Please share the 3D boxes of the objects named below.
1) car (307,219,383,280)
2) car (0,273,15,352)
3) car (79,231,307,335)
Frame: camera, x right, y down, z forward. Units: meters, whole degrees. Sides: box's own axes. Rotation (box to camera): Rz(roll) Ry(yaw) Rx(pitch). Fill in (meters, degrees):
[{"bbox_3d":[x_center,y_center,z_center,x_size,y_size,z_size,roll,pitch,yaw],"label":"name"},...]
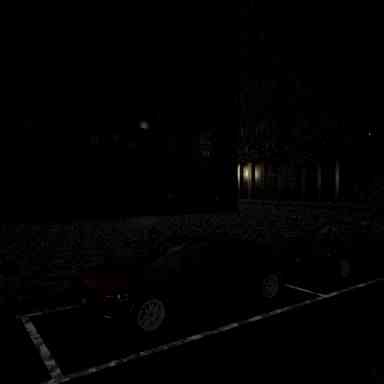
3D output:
[{"bbox_3d":[4.568,1.546,9.933,4.507,1.381,1.887,0,0,-36],"label":"car"},{"bbox_3d":[-4.422,1.544,3.507,4.507,1.381,1.887,0,0,-36],"label":"car"},{"bbox_3d":[0.073,1.545,6.720,4.507,1.381,1.887,0,0,-36],"label":"car"}]
